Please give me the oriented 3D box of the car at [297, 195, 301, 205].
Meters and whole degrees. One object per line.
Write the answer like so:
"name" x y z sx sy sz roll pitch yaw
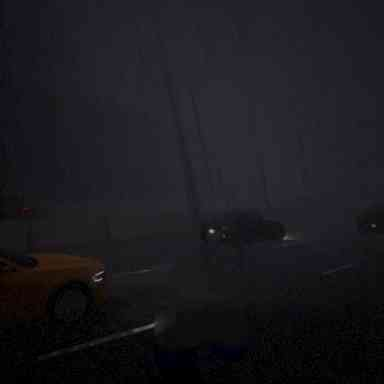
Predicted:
"car" 16.194 1.296 49.825 2.097 1.767 4.553 0 0 38

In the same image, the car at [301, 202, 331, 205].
"car" 17.340 1.155 45.630 2.150 2.045 5.566 0 0 39

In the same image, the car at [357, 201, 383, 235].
"car" 10.418 1.428 17.432 5.008 1.535 1.882 0 0 -43

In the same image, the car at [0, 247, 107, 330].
"car" -3.877 1.511 5.348 5.008 1.535 1.882 0 0 -37

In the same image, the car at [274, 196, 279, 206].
"car" 13.417 1.475 57.620 1.837 1.490 4.892 0 0 37

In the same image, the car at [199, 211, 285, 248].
"car" 2.325 1.565 14.896 4.181 1.385 1.994 0 0 -41

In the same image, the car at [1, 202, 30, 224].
"car" -13.153 1.331 20.507 5.566 2.045 2.150 0 0 -38
